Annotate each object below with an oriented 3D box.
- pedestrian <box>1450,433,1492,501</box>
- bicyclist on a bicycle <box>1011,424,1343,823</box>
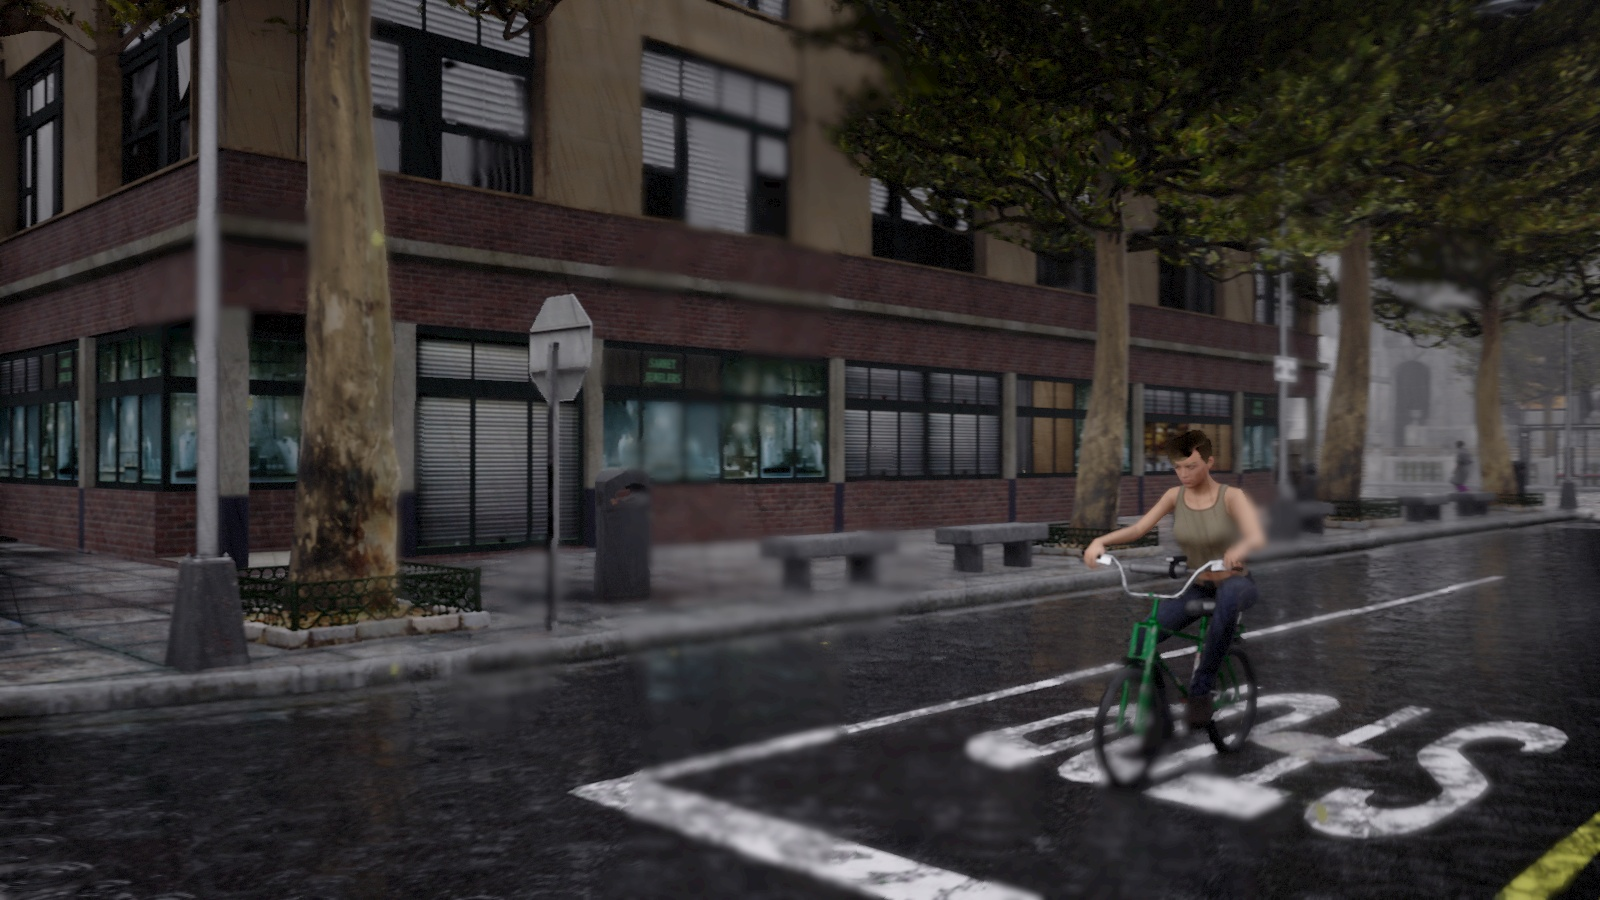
[{"bbox_3d":[19.544,0.493,36.563,0.659,1.952,0.873,0,0,-39],"label":"pedestrian"},{"bbox_3d":[1.803,0.702,5.908,1.509,1.612,0.866,0,0,-44],"label":"bicyclist on a bicycle"}]
